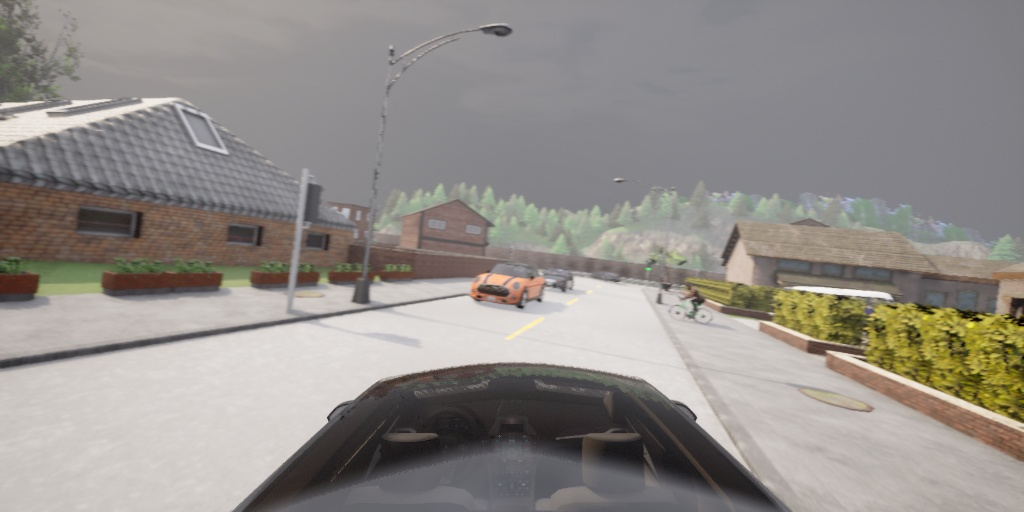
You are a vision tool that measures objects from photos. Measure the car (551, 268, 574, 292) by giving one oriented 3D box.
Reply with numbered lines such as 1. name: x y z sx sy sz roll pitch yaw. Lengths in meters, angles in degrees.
1. car: 3.196 1.601 25.186 2.128 1.511 4.902 7 0 18

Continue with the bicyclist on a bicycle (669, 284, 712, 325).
1. bicyclist on a bicycle: 7.537 2.009 15.050 1.656 1.620 0.582 7 0 18

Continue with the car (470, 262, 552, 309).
1. car: -0.006 1.077 15.325 2.097 1.767 4.553 7 0 18

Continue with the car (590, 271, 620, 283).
1. car: 12.747 2.808 49.184 2.033 1.411 5.357 7 0 -17
